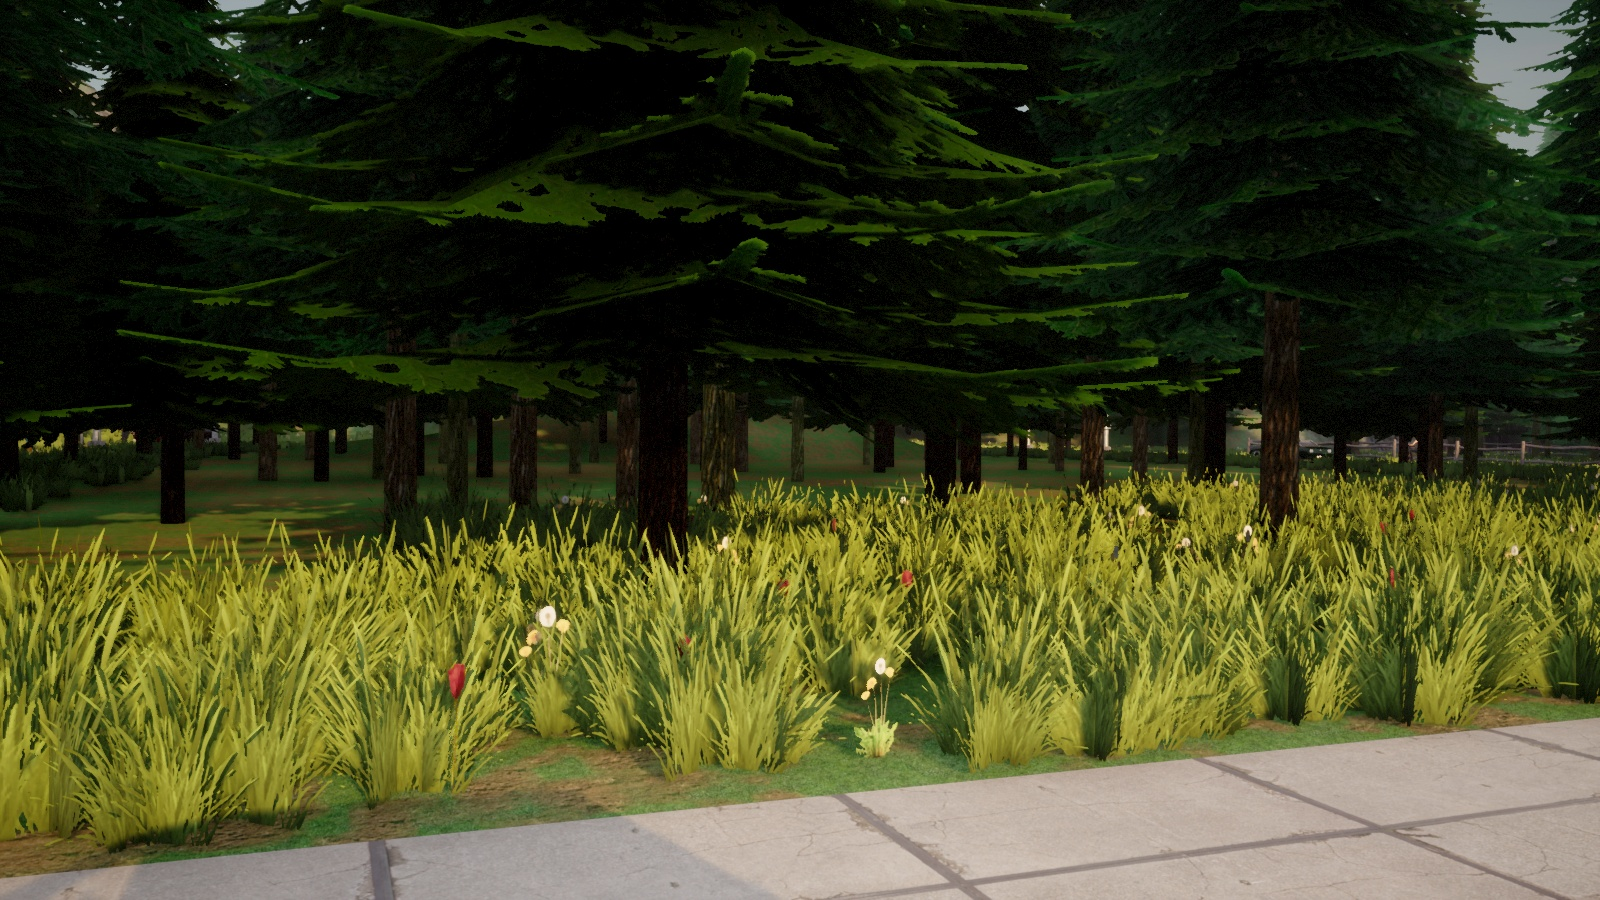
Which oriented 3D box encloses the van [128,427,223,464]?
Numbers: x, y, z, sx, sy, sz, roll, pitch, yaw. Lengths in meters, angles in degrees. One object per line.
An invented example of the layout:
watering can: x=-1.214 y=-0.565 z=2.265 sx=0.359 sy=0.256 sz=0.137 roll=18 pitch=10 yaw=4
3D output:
van: x=-36.106 y=-0.297 z=72.659 sx=2.069 sy=2.038 sz=4.480 roll=0 pitch=1 yaw=31

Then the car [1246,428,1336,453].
car: x=26.716 y=-0.531 z=68.480 sx=1.895 sy=1.301 sz=4.718 roll=-1 pitch=1 yaw=-20
